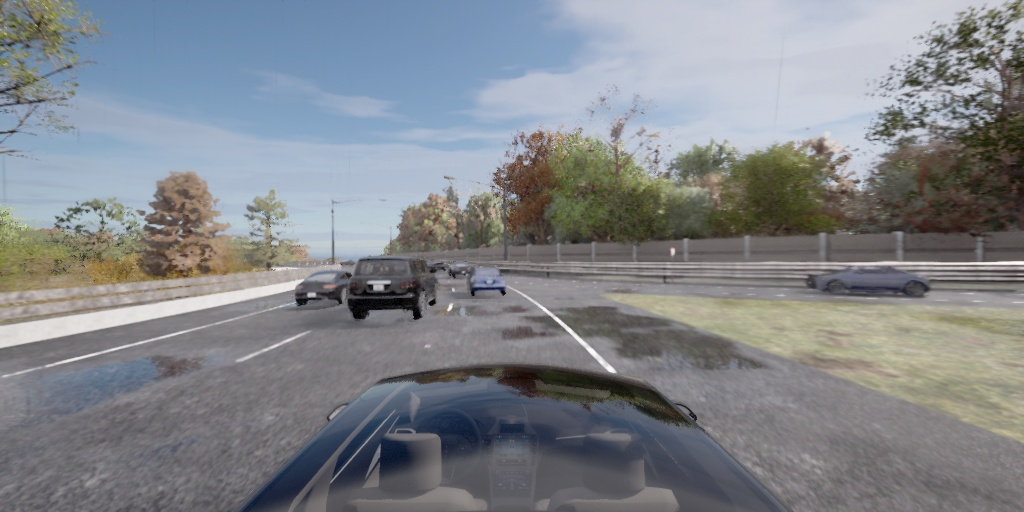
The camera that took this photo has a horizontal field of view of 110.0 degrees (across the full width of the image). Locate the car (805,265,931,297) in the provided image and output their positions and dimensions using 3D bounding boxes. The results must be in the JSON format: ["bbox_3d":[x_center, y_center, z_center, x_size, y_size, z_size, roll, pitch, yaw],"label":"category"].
[{"bbox_3d":[16.562,1.114,16.946,4.181,1.385,1.994,-1,0,25],"label":"car"}]

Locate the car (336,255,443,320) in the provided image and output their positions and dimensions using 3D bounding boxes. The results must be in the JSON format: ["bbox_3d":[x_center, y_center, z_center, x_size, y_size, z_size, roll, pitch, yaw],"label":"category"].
[{"bbox_3d":[-4.048,1.006,13.046,2.150,2.045,5.566,-1,0,-4],"label":"car"}]

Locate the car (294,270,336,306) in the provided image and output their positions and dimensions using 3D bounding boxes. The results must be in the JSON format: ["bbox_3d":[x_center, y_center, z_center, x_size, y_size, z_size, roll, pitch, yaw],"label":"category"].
[{"bbox_3d":[-8.073,1.352,16.266,1.812,1.442,4.674,-1,0,-7],"label":"car"}]

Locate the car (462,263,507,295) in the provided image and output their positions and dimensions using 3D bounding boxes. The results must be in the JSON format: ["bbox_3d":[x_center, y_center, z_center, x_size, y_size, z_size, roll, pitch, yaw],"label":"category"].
[{"bbox_3d":[-1.497,1.297,19.749,2.033,1.411,5.357,-1,0,-10],"label":"car"}]

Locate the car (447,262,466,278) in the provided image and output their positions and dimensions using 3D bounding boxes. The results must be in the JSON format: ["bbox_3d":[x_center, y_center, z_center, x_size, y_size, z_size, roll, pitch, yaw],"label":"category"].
[{"bbox_3d":[-4.991,1.300,34.412,1.812,1.442,4.674,-1,0,-17],"label":"car"}]

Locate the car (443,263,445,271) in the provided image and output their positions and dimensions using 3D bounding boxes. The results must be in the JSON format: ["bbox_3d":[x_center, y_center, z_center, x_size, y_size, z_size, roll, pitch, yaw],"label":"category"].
[{"bbox_3d":[-10.530,1.327,49.240,1.837,1.490,4.892,0,0,-25],"label":"car"}]
